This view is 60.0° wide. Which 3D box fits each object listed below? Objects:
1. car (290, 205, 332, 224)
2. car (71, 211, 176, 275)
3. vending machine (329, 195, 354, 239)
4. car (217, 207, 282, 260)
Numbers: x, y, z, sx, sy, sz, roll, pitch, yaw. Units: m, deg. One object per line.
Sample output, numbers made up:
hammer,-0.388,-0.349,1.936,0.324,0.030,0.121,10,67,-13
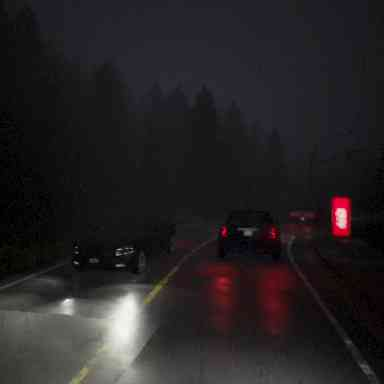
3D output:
car,9.434,1.643,25.386,1.895,1.301,4.718,1,0,43
car,-1.906,1.437,10.714,1.882,1.535,5.008,0,0,12
vending machine,7.620,1.237,16.934,1.100,2.100,0.880,1,0,27
car,2.331,1.350,12.786,2.097,1.767,4.553,1,0,14
